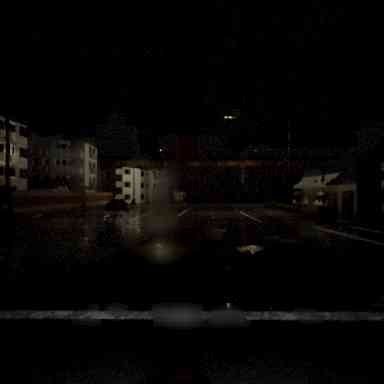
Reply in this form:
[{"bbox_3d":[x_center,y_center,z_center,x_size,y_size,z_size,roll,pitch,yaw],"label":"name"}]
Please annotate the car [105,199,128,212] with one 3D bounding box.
[{"bbox_3d":[-9.720,1.691,42.935,1.882,1.535,5.008,0,0,3],"label":"car"}]
